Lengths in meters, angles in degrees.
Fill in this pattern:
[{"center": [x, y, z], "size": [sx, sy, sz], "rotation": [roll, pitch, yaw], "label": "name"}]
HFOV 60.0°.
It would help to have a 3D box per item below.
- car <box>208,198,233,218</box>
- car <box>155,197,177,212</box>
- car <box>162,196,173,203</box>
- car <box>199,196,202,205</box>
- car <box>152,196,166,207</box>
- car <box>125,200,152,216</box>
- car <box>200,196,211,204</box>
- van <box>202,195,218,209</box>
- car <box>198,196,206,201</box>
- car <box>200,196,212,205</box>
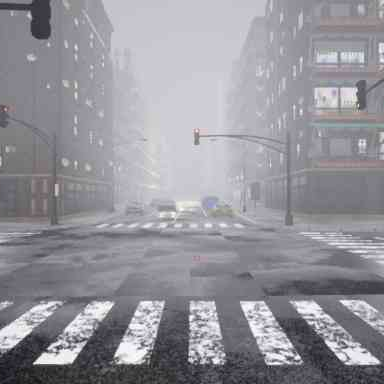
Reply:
[{"center": [2.709, 1.537, 30.256], "size": [1.752, 1.417, 4.829], "rotation": [1, 0, 0], "label": "car"}, {"center": [-2.744, 1.584, 37.888], "size": [1.994, 1.385, 4.181], "rotation": [0, 0, 0], "label": "car"}, {"center": [-5.295, 1.612, 72.318], "size": [2.008, 1.369, 4.403], "rotation": [1, 0, 0], "label": "car"}, {"center": [2.585, 1.347, 49.744], "size": [2.192, 1.841, 5.009], "rotation": [1, 0, 0], "label": "car"}, {"center": [-5.298, 1.613, 49.686], "size": [1.802, 1.307, 4.206], "rotation": [1, 0, 0], "label": "car"}, {"center": [-5.430, 1.565, 32.713], "size": [2.008, 1.369, 4.403], "rotation": [1, 0, 0], "label": "car"}, {"center": [2.585, 1.604, 66.712], "size": [2.008, 1.369, 4.403], "rotation": [1, 0, 0], "label": "car"}, {"center": [2.616, 1.366, 44.090], "size": [1.690, 1.788, 3.998], "rotation": [1, 0, 0], "label": "van"}, {"center": [2.587, 1.627, 83.680], "size": [1.887, 1.381, 4.507], "rotation": [1, 0, 0], "label": "car"}, {"center": [2.585, 1.485, 61.056], "size": [1.967, 1.590, 4.097], "rotation": [1, 0, 0], "label": "car"}]
